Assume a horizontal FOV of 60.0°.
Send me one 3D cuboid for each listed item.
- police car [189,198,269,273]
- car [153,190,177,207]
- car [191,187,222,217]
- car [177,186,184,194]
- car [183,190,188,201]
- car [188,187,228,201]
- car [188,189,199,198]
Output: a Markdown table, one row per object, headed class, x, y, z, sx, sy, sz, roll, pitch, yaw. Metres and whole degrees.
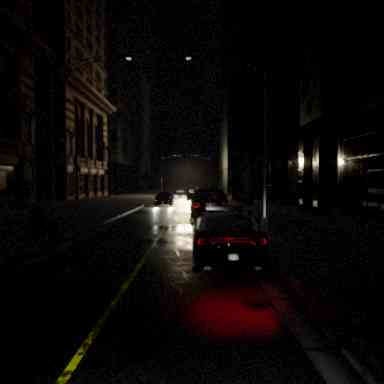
| class | x | y | z | sx | sy | sz | roll | pitch | yaw |
| --- | --- | --- | --- | --- | --- | --- | --- | --- | --- |
| police car | 0.944 | 1.198 | 10.038 | 1.930 | 1.638 | 5.238 | 0 | 1 | 0 |
| car | -2.934 | 0.726 | 35.439 | 1.837 | 1.490 | 4.892 | 0 | 1 | 0 |
| car | 1.018 | 0.652 | 25.951 | 2.150 | 2.045 | 5.566 | 0 | 1 | 0 |
| car | -2.649 | -0.177 | 76.819 | 1.895 | 1.301 | 4.718 | 0 | 1 | 0 |
| car | 0.226 | 0.451 | 47.240 | 2.128 | 1.511 | 4.902 | 0 | 1 | 1 |
| car | 0.990 | 0.782 | 19.952 | 2.150 | 2.045 | 5.566 | 0 | 1 | 0 |
| car | 0.278 | 0.201 | 61.024 | 2.033 | 1.411 | 5.357 | 0 | 1 | 0 |
